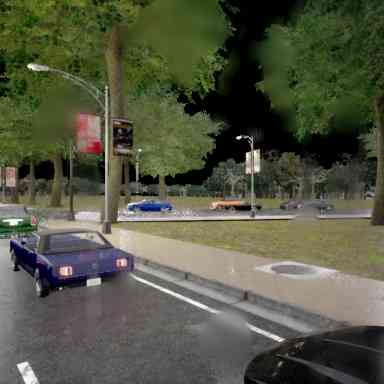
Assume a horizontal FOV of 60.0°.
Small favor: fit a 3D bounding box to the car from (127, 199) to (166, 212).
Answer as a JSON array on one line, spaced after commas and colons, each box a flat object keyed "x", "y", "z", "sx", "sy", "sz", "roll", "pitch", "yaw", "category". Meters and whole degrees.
[{"x": -5.660, "y": 1.651, "z": 41.226, "sx": 4.674, "sy": 1.442, "sz": 1.812, "roll": 1, "pitch": 0, "yaw": -15, "category": "car"}]

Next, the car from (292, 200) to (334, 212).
[{"x": 16.160, "y": 1.745, "z": 43.420, "sx": 4.902, "sy": 1.511, "sz": 2.128, "roll": 0, "pitch": 0, "yaw": -14, "category": "car"}]

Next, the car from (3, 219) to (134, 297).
[{"x": -3.413, "y": 1.601, "z": 8.732, "sx": 1.895, "sy": 1.301, "sz": 4.718, "roll": 0, "pitch": 0, "yaw": -38, "category": "car"}]

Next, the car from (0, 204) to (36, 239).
[{"x": -8.891, "y": 1.352, "z": 15.859, "sx": 2.097, "sy": 1.767, "sz": 4.553, "roll": 0, "pitch": 0, "yaw": -38, "category": "car"}]

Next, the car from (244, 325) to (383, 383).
[{"x": 2.346, "y": 1.478, "z": 1.248, "sx": 1.882, "sy": 1.535, "sz": 5.008, "roll": 0, "pitch": 0, "yaw": -37, "category": "car"}]

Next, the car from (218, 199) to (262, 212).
[{"x": 6.065, "y": 1.791, "z": 40.865, "sx": 4.718, "sy": 1.301, "sz": 1.895, "roll": 0, "pitch": 0, "yaw": -14, "category": "car"}]

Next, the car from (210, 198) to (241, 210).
[{"x": 4.681, "y": 1.538, "z": 43.866, "sx": 4.553, "sy": 1.767, "sz": 2.097, "roll": 0, "pitch": 0, "yaw": -14, "category": "car"}]

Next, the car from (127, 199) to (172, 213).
[{"x": -4.775, "y": 1.604, "z": 38.113, "sx": 5.008, "sy": 1.535, "sz": 1.882, "roll": 1, "pitch": 0, "yaw": -14, "category": "car"}]

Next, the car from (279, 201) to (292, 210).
[{"x": 14.355, "y": 1.810, "z": 46.316, "sx": 4.181, "sy": 1.385, "sz": 1.994, "roll": 0, "pitch": 0, "yaw": -14, "category": "car"}]
